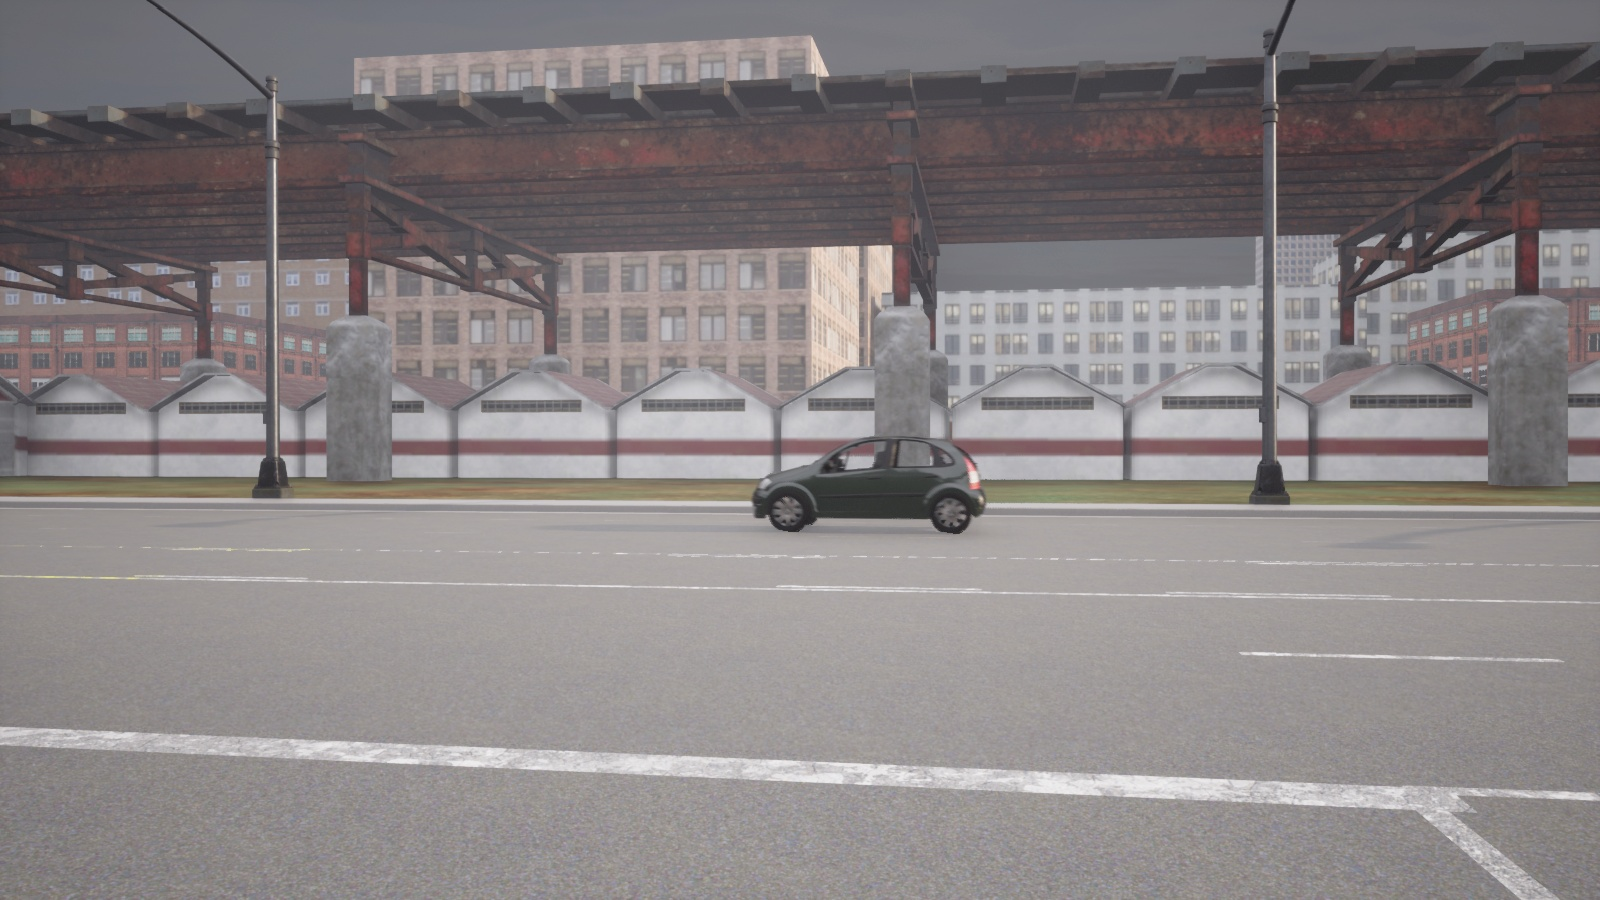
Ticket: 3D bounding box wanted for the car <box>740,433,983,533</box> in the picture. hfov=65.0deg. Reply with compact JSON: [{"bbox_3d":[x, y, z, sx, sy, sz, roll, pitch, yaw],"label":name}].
[{"bbox_3d":[1.107,0.524,21.504,3.988,1.617,1.851,0,0,8],"label":"car"}]
